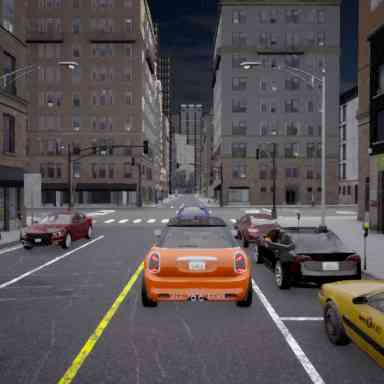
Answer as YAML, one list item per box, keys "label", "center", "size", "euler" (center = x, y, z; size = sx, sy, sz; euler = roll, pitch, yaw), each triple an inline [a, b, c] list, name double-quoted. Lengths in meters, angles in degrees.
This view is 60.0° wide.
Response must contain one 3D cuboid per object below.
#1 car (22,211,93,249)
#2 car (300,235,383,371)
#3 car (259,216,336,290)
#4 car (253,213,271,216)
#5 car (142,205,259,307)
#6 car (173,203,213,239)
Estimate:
- label: "car"
  center: [-5.687, 1.541, 14.521]
  size: [1.887, 1.381, 4.507]
  euler: [-1, 0, 0]
- label: "car"
  center: [2.864, 1.524, 3.527]
  size: [1.752, 1.417, 4.829]
  euler: [-1, 0, 0]
- label: "car"
  center: [2.861, 1.563, 8.943]
  size: [1.947, 1.339, 4.313]
  euler: [-1, 0, 0]
- label: "car"
  center: [2.858, 1.578, 14.529]
  size: [1.802, 1.307, 4.206]
  euler: [-1, 0, 0]
- label: "car"
  center: [0.092, 1.350, 8.138]
  size: [2.097, 1.767, 4.553]
  euler: [0, 0, 0]
- label: "car"
  center: [0.090, 1.472, 18.426]
  size: [1.882, 1.535, 5.008]
  euler: [0, 0, 1]
